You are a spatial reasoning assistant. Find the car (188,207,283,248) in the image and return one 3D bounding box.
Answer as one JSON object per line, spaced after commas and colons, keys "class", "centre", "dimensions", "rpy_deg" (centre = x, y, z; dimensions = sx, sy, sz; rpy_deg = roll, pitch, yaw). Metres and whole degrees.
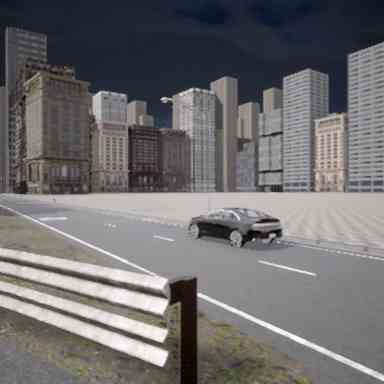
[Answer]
{"class": "car", "centre": [1.668, 1.420, 14.482], "dimensions": [2.128, 1.511, 4.902], "rpy_deg": [0, 0, -34]}
